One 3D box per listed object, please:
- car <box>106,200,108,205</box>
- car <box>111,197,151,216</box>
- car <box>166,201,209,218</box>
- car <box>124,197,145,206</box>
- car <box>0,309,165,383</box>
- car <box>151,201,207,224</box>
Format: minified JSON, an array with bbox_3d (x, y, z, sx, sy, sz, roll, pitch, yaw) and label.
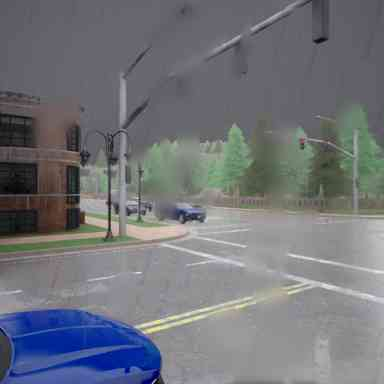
[{"bbox_3d":[-12.626,1.564,54.562,1.994,1.385,4.181,0,0,-35],"label":"car"},{"bbox_3d":[-6.195,1.526,32.833,1.812,1.442,4.674,0,0,-35],"label":"car"},{"bbox_3d":[-0.491,1.564,30.776,1.994,1.385,4.181,0,0,-35],"label":"car"},{"bbox_3d":[-9.828,1.526,56.668,1.812,1.442,4.674,0,0,-35],"label":"car"},{"bbox_3d":[-2.501,1.478,1.957,5.008,1.535,1.882,0,0,-36],"label":"car"},{"bbox_3d":[-0.919,1.478,25.274,1.882,1.535,5.008,0,0,-35],"label":"car"}]
